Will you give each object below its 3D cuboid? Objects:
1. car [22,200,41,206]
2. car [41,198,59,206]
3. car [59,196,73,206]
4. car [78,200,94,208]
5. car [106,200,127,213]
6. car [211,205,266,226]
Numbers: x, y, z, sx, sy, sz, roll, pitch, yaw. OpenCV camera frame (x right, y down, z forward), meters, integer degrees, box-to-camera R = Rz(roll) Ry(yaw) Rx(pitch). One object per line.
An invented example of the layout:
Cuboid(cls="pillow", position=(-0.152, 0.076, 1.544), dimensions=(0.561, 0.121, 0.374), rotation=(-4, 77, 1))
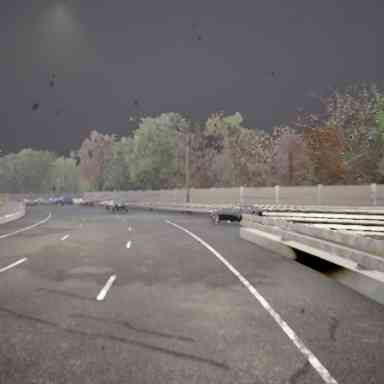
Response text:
Cuboid(cls="car", position=(-34.613, 2.325, 70.905), dimensions=(1.994, 1.385, 4.181), rotation=(0, -1, -44))
Cuboid(cls="car", position=(-32.025, 2.325, 73.262), dimensions=(2.033, 1.411, 5.357), rotation=(0, -1, -44))
Cuboid(cls="car", position=(-29.065, 2.035, 75.295), dimensions=(2.150, 2.045, 5.566), rotation=(0, -1, -44))
Cuboid(cls="car", position=(-20.889, 2.237, 65.181), dimensions=(1.882, 1.535, 5.008), rotation=(1, -1, -36))
Cuboid(cls="car", position=(-10.642, 1.862, 46.660), dimensions=(2.097, 1.767, 4.553), rotation=(0, -1, -26))
Cuboid(cls="car", position=(3.510, 1.728, 25.624), dimensions=(2.128, 1.511, 4.902), rotation=(0, -1, -41))
